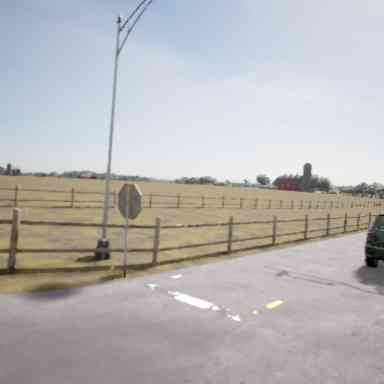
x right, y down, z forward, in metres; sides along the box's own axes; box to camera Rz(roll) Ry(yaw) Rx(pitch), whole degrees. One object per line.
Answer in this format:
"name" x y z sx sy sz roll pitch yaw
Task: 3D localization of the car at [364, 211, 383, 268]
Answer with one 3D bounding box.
"car" 8.208 1.795 12.530 2.150 2.045 5.566 4 0 40
